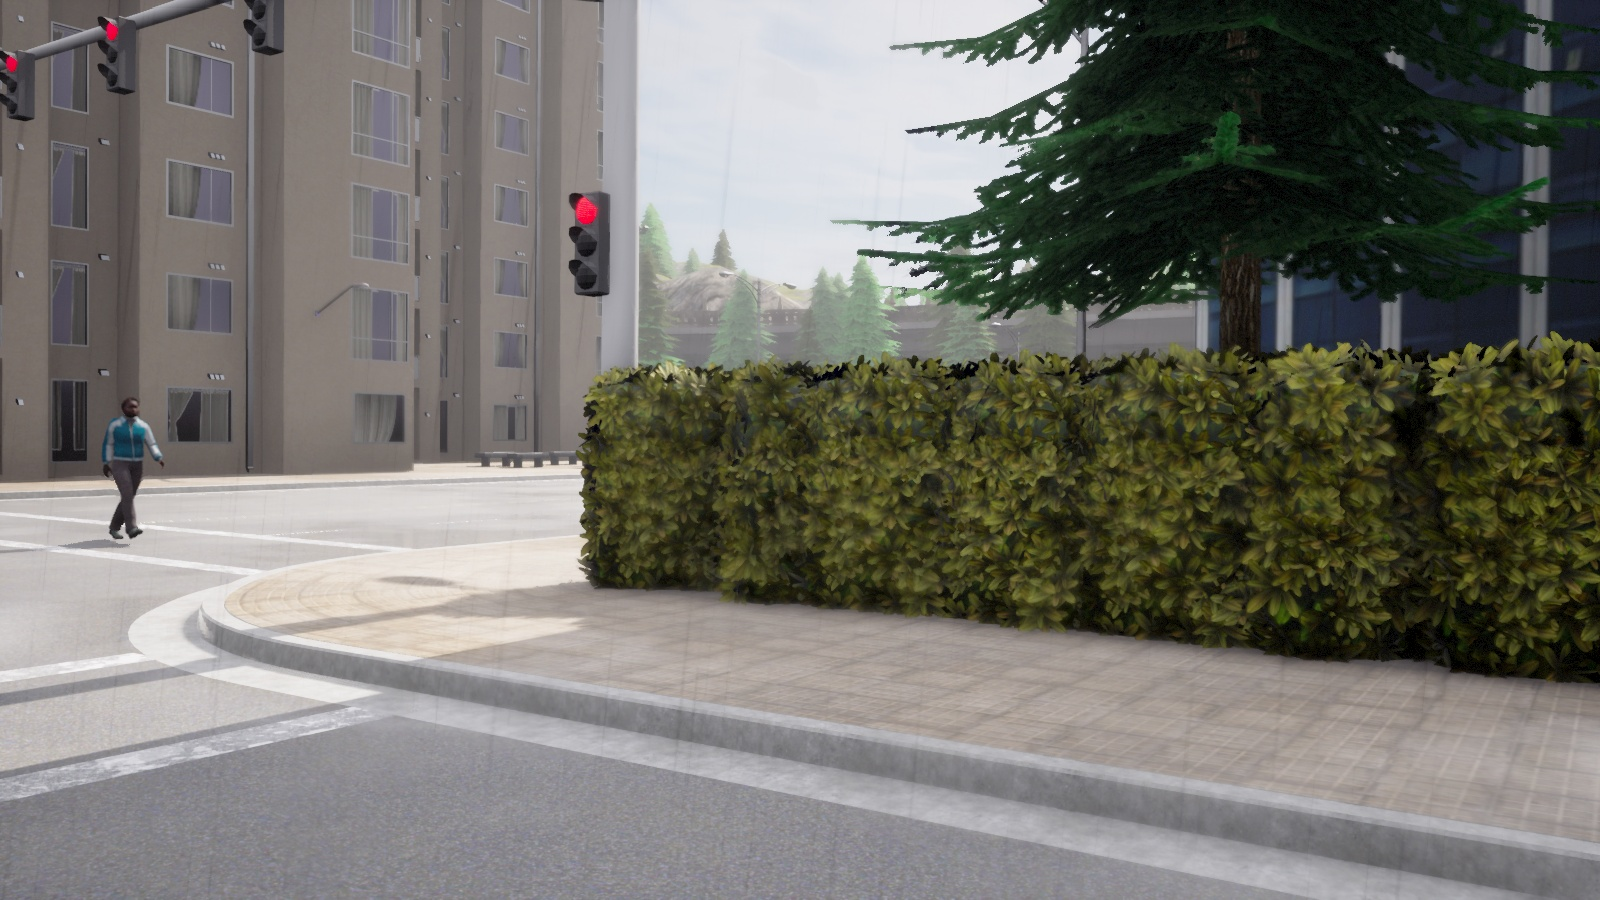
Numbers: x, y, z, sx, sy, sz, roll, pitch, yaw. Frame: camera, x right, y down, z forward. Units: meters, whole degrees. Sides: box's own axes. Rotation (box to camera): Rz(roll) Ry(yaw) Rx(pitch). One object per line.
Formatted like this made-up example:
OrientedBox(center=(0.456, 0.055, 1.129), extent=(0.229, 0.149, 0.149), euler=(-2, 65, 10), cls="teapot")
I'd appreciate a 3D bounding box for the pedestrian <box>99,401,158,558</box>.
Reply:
OrientedBox(center=(-8.427, 0.361, 15.757), extent=(0.692, 1.930, 0.396), euler=(0, 1, 41), cls="pedestrian")
